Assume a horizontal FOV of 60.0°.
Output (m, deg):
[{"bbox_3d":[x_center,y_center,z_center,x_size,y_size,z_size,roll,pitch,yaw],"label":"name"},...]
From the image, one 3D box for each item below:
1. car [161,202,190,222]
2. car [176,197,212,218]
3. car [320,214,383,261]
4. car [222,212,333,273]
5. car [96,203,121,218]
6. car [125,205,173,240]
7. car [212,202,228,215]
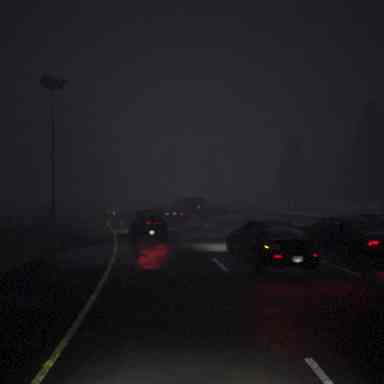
[{"bbox_3d":[-2.338,1.846,29.315,2.033,1.411,5.357,0,-1,-22],"label":"car"},{"bbox_3d":[-0.462,1.555,33.781,2.150,2.045,5.566,0,-1,-24],"label":"car"},{"bbox_3d":[5.821,1.648,12.781,2.033,1.411,5.357,0,-1,-9],"label":"car"},{"bbox_3d":[2.488,1.624,11.054,1.812,1.442,4.674,0,-1,-7],"label":"car"},{"bbox_3d":[-8.708,1.906,34.765,1.812,1.442,4.674,0,-1,-27],"label":"car"},{"bbox_3d":[-2.503,1.695,18.214,1.837,1.490,4.892,0,-1,-14],"label":"car"},{"bbox_3d":[2.101,1.825,36.484,1.882,1.535,5.008,0,-1,-24],"label":"car"}]
